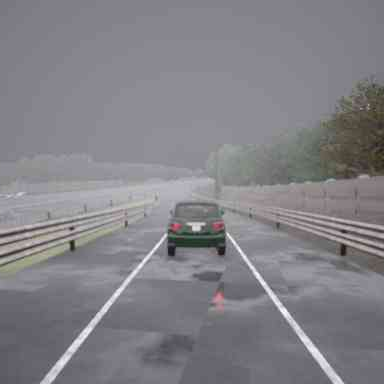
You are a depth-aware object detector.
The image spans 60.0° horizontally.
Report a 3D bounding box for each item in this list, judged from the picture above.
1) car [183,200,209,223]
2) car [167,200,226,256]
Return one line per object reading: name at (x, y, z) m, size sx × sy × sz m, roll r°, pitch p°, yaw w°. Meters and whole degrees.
car at (0.288, 1.609, 29.031) m, size 2.097 × 1.767 × 4.553 m, roll 0°, pitch -1°, yaw -1°
car at (0.209, 1.344, 13.917) m, size 2.150 × 2.045 × 5.566 m, roll 0°, pitch 0°, yaw 1°
